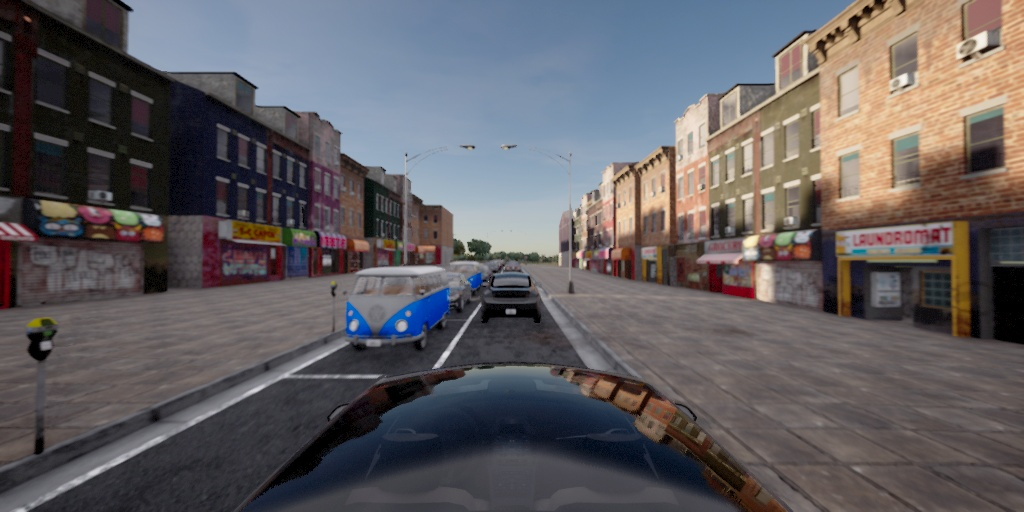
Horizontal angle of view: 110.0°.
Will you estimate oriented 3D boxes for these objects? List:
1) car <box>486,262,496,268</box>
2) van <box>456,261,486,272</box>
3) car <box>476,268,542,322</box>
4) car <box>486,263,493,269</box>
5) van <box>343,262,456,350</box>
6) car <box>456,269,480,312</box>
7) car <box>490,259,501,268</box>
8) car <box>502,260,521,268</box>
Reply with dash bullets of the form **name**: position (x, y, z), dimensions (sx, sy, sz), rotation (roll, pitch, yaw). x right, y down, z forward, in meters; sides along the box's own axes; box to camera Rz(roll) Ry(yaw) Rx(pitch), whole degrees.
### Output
- **car**: position (-2.613, 1.429, 31.097), dimensions (1.802, 1.307, 4.207), rotation (0, 0, 0)
- **van**: position (-2.623, 1.192, 20.008), dimensions (1.690, 1.789, 3.998), rotation (0, 0, 0)
- **car**: position (-0.018, 1.332, 12.579), dimensions (1.837, 1.490, 4.892), rotation (0, 0, 0)
- **car**: position (-2.618, 1.419, 25.555), dimensions (1.948, 1.339, 4.313), rotation (0, 0, 0)
- **van**: position (-2.632, 1.147, 8.913), dimensions (1.690, 1.789, 3.998), rotation (0, 0, 0)
- **car**: position (-2.627, 1.385, 14.461), dimensions (2.007, 1.370, 4.403), rotation (0, 0, 0)
- **car**: position (-2.604, 1.403, 42.173), dimensions (1.948, 1.339, 4.313), rotation (0, 0, 0)
- **car**: position (0.135, 1.384, 42.510), dimensions (2.033, 1.411, 5.357), rotation (0, 0, 0)
